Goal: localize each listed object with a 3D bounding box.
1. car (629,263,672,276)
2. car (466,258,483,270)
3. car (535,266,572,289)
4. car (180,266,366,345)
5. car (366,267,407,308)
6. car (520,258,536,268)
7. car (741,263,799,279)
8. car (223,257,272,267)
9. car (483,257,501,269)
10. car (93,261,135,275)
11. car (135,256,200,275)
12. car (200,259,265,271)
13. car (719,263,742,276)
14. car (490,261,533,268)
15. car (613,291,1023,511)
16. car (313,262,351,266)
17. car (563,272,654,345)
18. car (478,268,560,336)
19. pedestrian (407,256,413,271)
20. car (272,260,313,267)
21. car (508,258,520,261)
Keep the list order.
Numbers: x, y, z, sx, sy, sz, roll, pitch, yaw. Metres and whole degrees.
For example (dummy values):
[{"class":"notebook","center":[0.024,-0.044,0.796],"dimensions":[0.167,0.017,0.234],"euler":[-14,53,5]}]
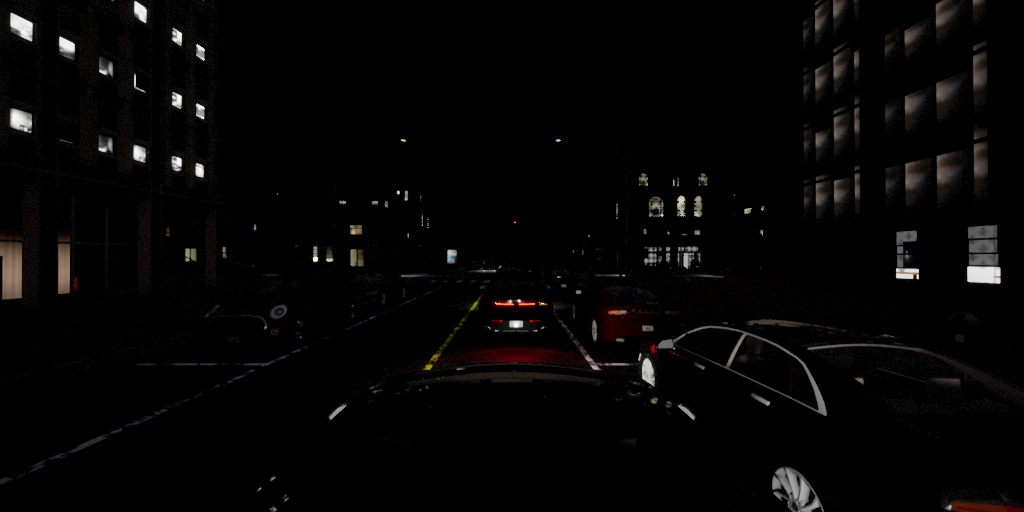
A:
[{"class":"car","center":[14.759,1.400,38.286],"dimensions":[4.181,1.385,1.994],"euler":[0,0,1]},{"class":"car","center":[-5.763,1.334,53.084],"dimensions":[1.802,1.307,4.207],"euler":[0,0,0]},{"class":"car","center":[2.664,1.301,20.692],"dimensions":[2.007,1.370,4.403],"euler":[0,0,0]},{"class":"car","center":[-5.700,1.190,9.313],"dimensions":[1.967,1.591,4.097],"euler":[0,0,0]},{"class":"car","center":[-5.709,1.300,15.006],"dimensions":[2.007,1.370,4.403],"euler":[0,0,0]},{"class":"car","center":[2.618,1.317,53.083],"dimensions":[1.948,1.339,4.313],"euler":[0,0,0]},{"class":"car","center":[23.599,1.430,32.335],"dimensions":[4.207,1.307,1.802],"euler":[0,0,1]},{"class":"car","center":[-27.106,0.982,35.675],"dimensions":[4.553,1.767,2.097],"euler":[0,0,1]},{"class":"car","center":[-3.157,1.229,53.760],"dimensions":[1.882,1.535,5.008],"euler":[0,0,1]},{"class":"car","center":[-36.533,1.127,33.210],"dimensions":[4.403,1.370,2.007],"euler":[0,0,1]},{"class":"car","center":[-30.996,0.915,33.133],"dimensions":[5.009,1.841,2.192],"euler":[0,0,1]},{"class":"car","center":[-25.459,1.174,33.056],"dimensions":[4.403,1.370,2.007],"euler":[0,0,1]},{"class":"car","center":[24.574,1.410,38.153],"dimensions":[4.674,1.442,1.812],"euler":[0,0,1]},{"class":"car","center":[0.069,1.228,20.512],"dimensions":[1.882,1.535,5.008],"euler":[0,0,2]},{"class":"car","center":[2.688,1.300,3.617],"dimensions":[2.007,1.370,4.403],"euler":[0,0,0]},{"class":"car","center":[-16.617,1.276,35.525],"dimensions":[4.718,1.301,1.895],"euler":[0,0,1]},{"class":"car","center":[2.680,1.295,9.308],"dimensions":[1.888,1.381,4.507],"euler":[0,0,0]},{"class":"car","center":[0.089,1.255,10.323],"dimensions":[1.837,1.490,4.892],"euler":[0,0,0]},{"class":"pedestrian","center":[-12.612,0.881,44.208],"dimensions":[0.375,1.860,0.375],"euler":[0,-1,1]},{"class":"car","center":[-25.510,1.194,41.438],"dimensions":[4.829,1.417,1.751],"euler":[0,0,1]},{"class":"car","center":[0.014,1.257,63.316],"dimensions":[1.837,1.490,4.892],"euler":[0,0,0]}]
